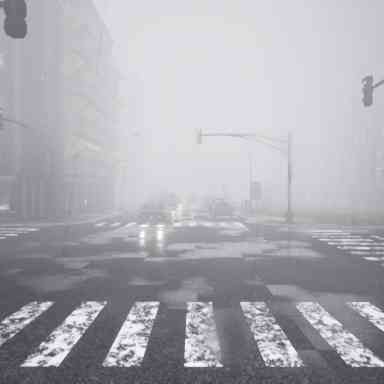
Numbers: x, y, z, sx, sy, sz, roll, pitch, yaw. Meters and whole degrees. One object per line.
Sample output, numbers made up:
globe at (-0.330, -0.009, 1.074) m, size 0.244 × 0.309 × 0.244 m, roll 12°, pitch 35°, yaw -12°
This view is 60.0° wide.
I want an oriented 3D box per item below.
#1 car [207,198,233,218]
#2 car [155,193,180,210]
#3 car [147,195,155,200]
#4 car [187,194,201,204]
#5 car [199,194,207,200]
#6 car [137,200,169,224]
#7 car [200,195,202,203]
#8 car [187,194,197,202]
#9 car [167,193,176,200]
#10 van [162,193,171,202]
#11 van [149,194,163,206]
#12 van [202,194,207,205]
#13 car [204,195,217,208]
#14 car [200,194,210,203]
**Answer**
car at (2.672, 1.520, 29.951) m, size 1.887 × 1.381 × 4.507 m, roll -1°, pitch 0°, yaw 0°
car at (-3.059, 1.180, 42.987) m, size 2.150 × 2.045 × 5.566 m, roll 0°, pitch 0°, yaw 0°
car at (-5.661, 1.518, 46.863) m, size 1.947 × 1.339 × 4.313 m, roll -1°, pitch 0°, yaw 0°
car at (0.153, 1.477, 60.352) m, size 2.033 × 1.411 × 5.357 m, roll 0°, pitch 0°, yaw 0°
car at (2.755, 1.310, 86.409) m, size 1.967 × 1.590 × 4.097 m, roll -1°, pitch 0°, yaw 0°
car at (-2.880, 1.547, 24.375) m, size 1.994 × 1.385 × 4.181 m, roll 0°, pitch 0°, yaw -4°
car at (2.691, 1.488, 52.535) m, size 1.887 × 1.381 × 4.507 m, roll -1°, pitch 0°, yaw 0°
car at (0.089, 1.261, 70.979) m, size 2.097 × 1.767 × 4.553 m, roll 0°, pitch 0°, yaw 0°
car at (-5.625, 1.169, 92.032) m, size 2.192 × 1.841 × 5.009 m, roll -1°, pitch 0°, yaw 0°
van at (-5.640, 1.239, 75.094) m, size 1.690 × 1.788 × 3.998 m, roll -1°, pitch 0°, yaw 0°
van at (-5.659, 1.284, 52.508) m, size 1.690 × 1.788 × 3.998 m, roll -1°, pitch 0°, yaw 0°
van at (2.684, 1.293, 46.889) m, size 1.690 × 1.788 × 3.998 m, roll -1°, pitch 0°, yaw 0°
car at (2.676, 1.408, 35.597) m, size 1.967 × 1.590 × 4.097 m, roll -1°, pitch 0°, yaw 0°
car at (2.710, 1.351, 69.472) m, size 1.967 × 1.590 × 4.097 m, roll -1°, pitch 0°, yaw 0°
